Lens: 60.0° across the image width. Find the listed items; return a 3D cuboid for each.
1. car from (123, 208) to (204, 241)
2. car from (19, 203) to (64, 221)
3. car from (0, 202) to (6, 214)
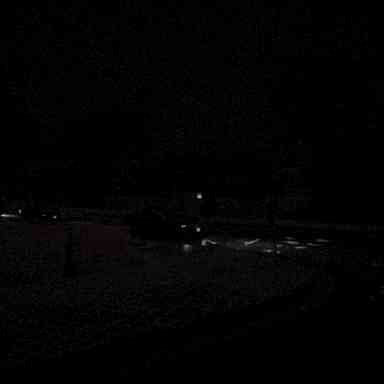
[{"bbox_3d":[-1.669,1.632,18.186,4.902,1.511,2.128,0,3,36],"label":"car"},{"bbox_3d":[-12.080,1.637,26.510,4.892,1.490,1.837,0,3,42],"label":"car"},{"bbox_3d":[-21.290,1.593,35.343,2.128,1.511,4.902,-4,3,-43],"label":"car"}]
